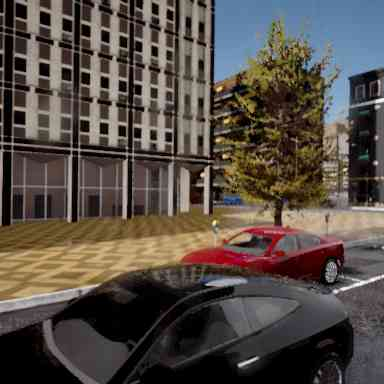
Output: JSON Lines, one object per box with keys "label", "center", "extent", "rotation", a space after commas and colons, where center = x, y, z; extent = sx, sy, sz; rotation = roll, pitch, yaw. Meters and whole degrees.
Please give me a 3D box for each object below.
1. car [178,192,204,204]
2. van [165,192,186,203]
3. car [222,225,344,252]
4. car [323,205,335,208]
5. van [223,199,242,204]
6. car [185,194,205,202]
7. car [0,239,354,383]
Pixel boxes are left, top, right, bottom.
{"label": "car", "center": [0.341, 0.983, 52.921], "extent": [2.192, 1.841, 5.009], "rotation": [1, -1, -36]}
{"label": "van", "center": [-2.954, 0.995, 57.488], "extent": [1.690, 1.788, 3.998], "rotation": [1, -1, -36]}
{"label": "car", "center": [1.780, 1.519, 7.833], "extent": [4.507, 1.381, 1.887], "rotation": [0, 1, -36]}
{"label": "car", "center": [17.016, 1.399, 44.122], "extent": [1.947, 1.339, 4.313], "rotation": [1, -1, -36]}
{"label": "van", "center": [7.135, 1.128, 57.824], "extent": [1.690, 1.788, 3.998], "rotation": [1, -1, -36]}
{"label": "car", "center": [0.545, 1.199, 66.956], "extent": [1.967, 1.590, 4.097], "rotation": [1, -1, -36]}
{"label": "car", "center": [-0.274, 1.519, 3.174], "extent": [4.674, 1.442, 1.812], "rotation": [0, 0, -36]}
